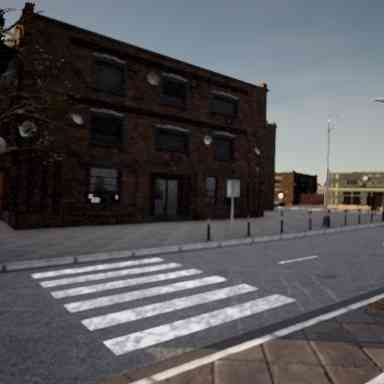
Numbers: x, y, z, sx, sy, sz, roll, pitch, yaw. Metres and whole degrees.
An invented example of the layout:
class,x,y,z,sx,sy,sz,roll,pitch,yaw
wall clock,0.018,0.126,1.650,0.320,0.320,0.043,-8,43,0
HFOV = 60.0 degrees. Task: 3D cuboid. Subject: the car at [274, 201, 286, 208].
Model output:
class,x,y,z,sx,sy,sz,roll,pitch,yaw
car,19.792,2.852,76.260,2.163,1.488,4.792,1,-1,43
